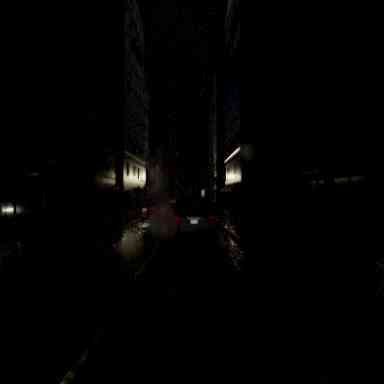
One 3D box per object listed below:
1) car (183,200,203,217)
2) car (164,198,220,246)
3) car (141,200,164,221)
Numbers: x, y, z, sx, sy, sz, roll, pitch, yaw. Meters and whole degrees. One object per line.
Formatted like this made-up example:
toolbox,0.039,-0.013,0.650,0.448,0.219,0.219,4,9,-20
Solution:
car,0.093,1.616,33.560,1.882,1.535,5.008,0,0,0
car,0.092,1.285,15.877,2.150,2.045,5.566,0,0,0
car,-3.101,1.470,28.757,2.097,1.767,4.553,0,0,0
